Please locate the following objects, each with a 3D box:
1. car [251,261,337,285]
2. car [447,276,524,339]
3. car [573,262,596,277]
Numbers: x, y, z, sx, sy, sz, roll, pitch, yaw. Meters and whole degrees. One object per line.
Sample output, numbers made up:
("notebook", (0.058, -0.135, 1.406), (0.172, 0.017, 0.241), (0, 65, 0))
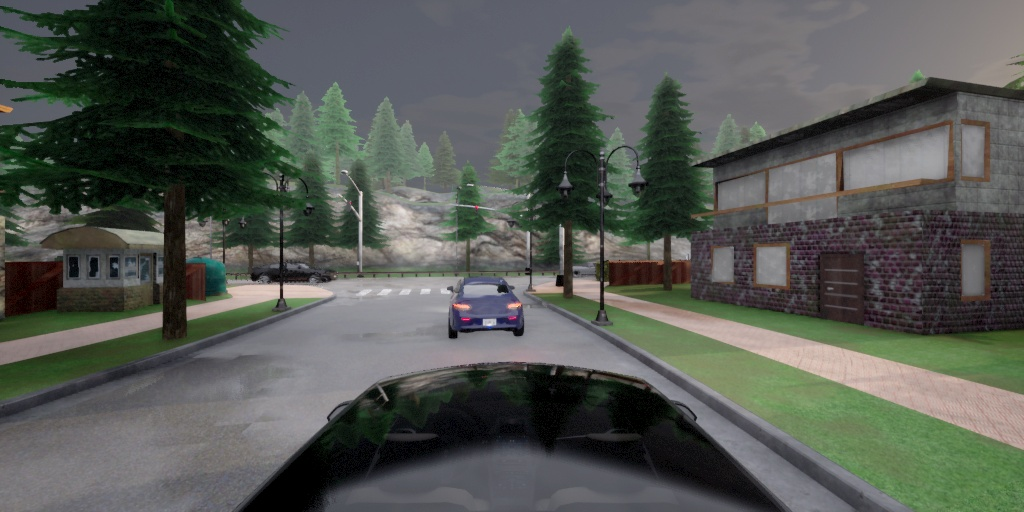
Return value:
("car", (-14.123, 1.070, 23.418), (5.008, 1.535, 1.882), (0, 0, -4))
("car", (-0.834, 1.276, 10.086), (1.812, 1.442, 4.674), (0, 0, -9))
("car", (6.873, 1.194, 32.218), (4.718, 1.301, 1.895), (0, 0, -12))
